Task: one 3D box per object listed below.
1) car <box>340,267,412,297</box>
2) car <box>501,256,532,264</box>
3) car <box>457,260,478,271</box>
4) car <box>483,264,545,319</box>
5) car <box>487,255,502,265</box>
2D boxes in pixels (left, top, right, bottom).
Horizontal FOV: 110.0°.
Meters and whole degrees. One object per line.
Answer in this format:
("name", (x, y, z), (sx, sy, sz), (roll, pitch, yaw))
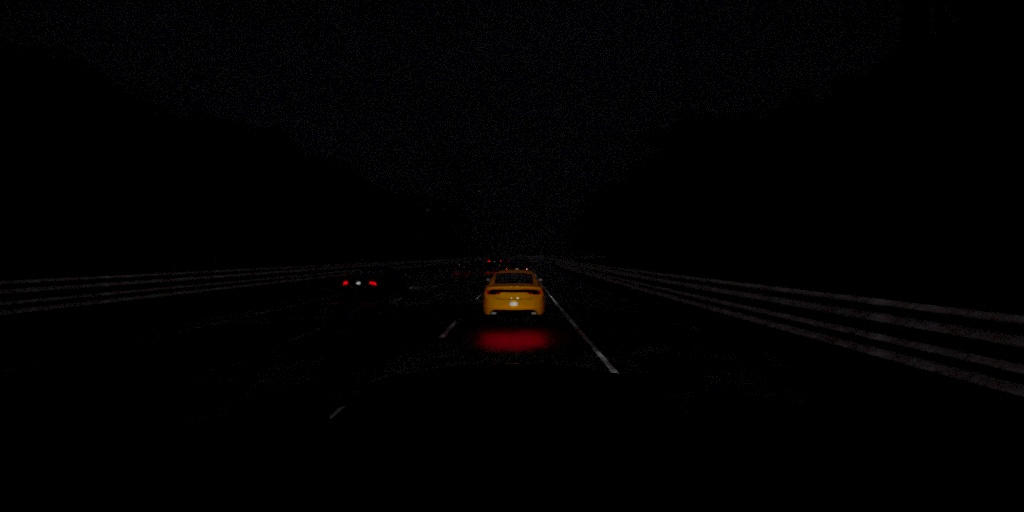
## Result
("car", (-6.807, 1.267, 18.570), (2.033, 1.411, 5.357), (0, 0, 1))
("car", (0.467, 1.051, 30.615), (2.097, 1.767, 4.553), (0, 0, 2))
("car", (-5.840, 1.177, 46.768), (1.812, 1.442, 4.674), (0, 0, 3))
("car", (0.082, 1.213, 12.714), (1.882, 1.535, 5.008), (0, 0, 1))
("car", (-2.162, 0.864, 50.078), (2.150, 2.045, 5.566), (0, 0, 3))
